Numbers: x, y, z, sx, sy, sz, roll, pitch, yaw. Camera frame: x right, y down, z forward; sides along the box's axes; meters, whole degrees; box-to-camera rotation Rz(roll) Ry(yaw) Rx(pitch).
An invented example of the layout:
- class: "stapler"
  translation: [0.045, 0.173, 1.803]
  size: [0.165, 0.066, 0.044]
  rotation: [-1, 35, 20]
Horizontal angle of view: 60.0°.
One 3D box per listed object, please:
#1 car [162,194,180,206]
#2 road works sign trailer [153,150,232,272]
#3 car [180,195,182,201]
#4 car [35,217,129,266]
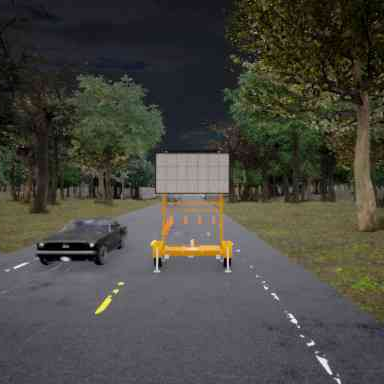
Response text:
- class: "car"
  translation: [-3.499, 1.177, 52.247]
  size: [2.150, 2.045, 5.566]
  rotation: [0, 0, 0]
- class: "road works sign trailer"
  translation: [0.019, 0.464, 10.721]
  size: [2.380, 3.560, 2.880]
  rotation: [0, 0, 0]
- class: "car"
  translation: [-3.354, 1.392, 78.688]
  size: [1.837, 1.490, 4.892]
  rotation: [0, 0, 0]
- class: "car"
  translation: [-3.579, 1.600, 11.646]
  size: [1.895, 1.301, 4.718]
  rotation: [0, 0, 0]
